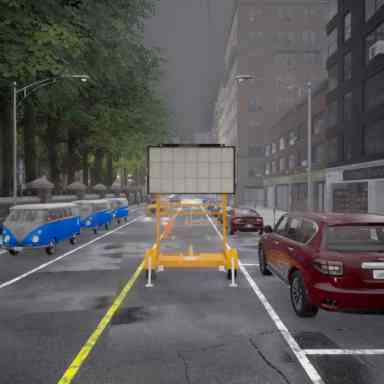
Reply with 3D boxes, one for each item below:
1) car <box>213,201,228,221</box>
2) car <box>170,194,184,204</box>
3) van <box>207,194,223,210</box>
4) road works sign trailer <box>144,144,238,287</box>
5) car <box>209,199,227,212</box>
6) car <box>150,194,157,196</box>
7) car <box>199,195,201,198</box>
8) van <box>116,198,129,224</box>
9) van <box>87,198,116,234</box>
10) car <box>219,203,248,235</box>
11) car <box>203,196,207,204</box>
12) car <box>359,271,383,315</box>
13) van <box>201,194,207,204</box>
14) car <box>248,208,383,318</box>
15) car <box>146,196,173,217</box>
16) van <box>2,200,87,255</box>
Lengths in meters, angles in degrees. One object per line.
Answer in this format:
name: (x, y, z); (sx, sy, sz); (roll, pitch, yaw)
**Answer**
car: (2.810, 1.570, 24.345); (1.802, 1.307, 4.206); (0, 0, 0)
car: (-3.116, 1.494, 63.160); (1.994, 1.385, 4.181); (0, 0, 0)
van: (2.789, 1.317, 35.666); (1.690, 1.788, 3.998); (0, 0, 0)
road works sign trailer: (-0.017, 0.463, 9.312); (2.380, 3.560, 2.880); (0, 0, 0)
car: (2.799, 1.564, 30.006); (1.802, 1.307, 4.206); (0, 0, 0)
car: (-5.767, 1.265, 52.591); (2.192, 1.841, 5.009); (0, 0, 0)
car: (2.748, 1.505, 58.308); (1.947, 1.339, 4.313); (0, 0, 0)
van: (-5.715, 1.329, 24.301); (1.690, 1.788, 3.998); (0, 0, 0)
van: (-5.706, 1.334, 18.643); (1.690, 1.788, 3.998); (0, 0, 0)
car: (2.820, 1.538, 18.685); (1.887, 1.381, 4.507); (0, 0, 0)
car: (2.779, 1.513, 41.326); (1.887, 1.381, 4.507); (0, 0, 0)
car: (2.851, 1.582, 1.703); (1.802, 1.307, 4.206); (0, 0, 0)
van: (2.758, 1.291, 52.647); (1.690, 1.788, 3.998); (0, 0, 0)
car: (2.840, 1.314, 7.363); (2.192, 1.841, 5.009); (0, 0, 0)
car: (-3.159, 1.458, 31.557); (1.882, 1.535, 5.008); (0, 0, 0)
van: (-5.695, 1.337, 12.986); (1.690, 1.788, 3.998); (0, 0, 0)
